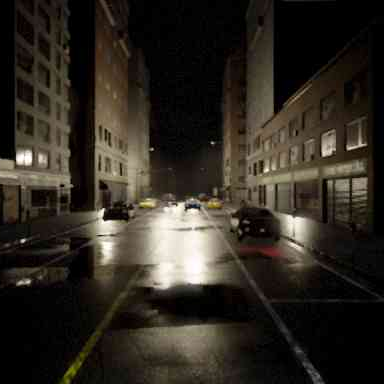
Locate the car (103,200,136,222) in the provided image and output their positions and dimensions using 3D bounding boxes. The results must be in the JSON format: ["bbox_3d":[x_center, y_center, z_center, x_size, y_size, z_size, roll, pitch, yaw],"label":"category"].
[{"bbox_3d":[-5.666,1.426,26.233,1.967,1.590,4.097,0,0,0],"label":"car"}]

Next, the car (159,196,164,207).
[{"bbox_3d":[-5.663,1.529,48.336,2.008,1.369,4.403,0,0,0],"label":"car"}]

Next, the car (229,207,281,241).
[{"bbox_3d":[3.002,1.470,16.637,1.882,1.535,5.008,0,0,0],"label":"car"}]

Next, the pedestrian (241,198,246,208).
[{"bbox_3d":[3.003,1.284,19.640,0.375,1.860,0.375,0,0,-10],"label":"pedestrian"}]

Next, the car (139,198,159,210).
[{"bbox_3d":[-5.664,1.505,42.641,1.752,1.417,4.829,0,0,0],"label":"car"}]

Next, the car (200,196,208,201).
[{"bbox_3d":[2.866,1.546,80.610,1.947,1.339,4.313,0,0,0],"label":"car"}]

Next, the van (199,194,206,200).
[{"bbox_3d":[2.867,1.323,91.613,1.690,1.788,3.998,0,0,0],"label":"van"}]

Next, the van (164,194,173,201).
[{"bbox_3d":[-5.660,1.321,80.611,1.690,1.788,3.998,0,0,0],"label":"van"}]

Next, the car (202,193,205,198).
[{"bbox_3d":[2.866,1.524,75.108,1.887,1.381,4.507,0,0,0],"label":"car"}]

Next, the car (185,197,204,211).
[{"bbox_3d":[0.085,1.581,39.932,1.895,1.301,4.718,0,0,0],"label":"car"}]

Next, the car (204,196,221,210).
[{"bbox_3d":[2.862,1.505,42.979,1.752,1.417,4.829,0,0,0],"label":"car"}]

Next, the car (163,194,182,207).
[{"bbox_3d":[-3.032,1.470,49.587,2.128,1.511,4.902,0,0,1],"label":"car"}]

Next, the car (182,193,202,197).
[{"bbox_3d":[0.006,1.200,50.805,2.150,2.045,5.566,0,0,0],"label":"car"}]
